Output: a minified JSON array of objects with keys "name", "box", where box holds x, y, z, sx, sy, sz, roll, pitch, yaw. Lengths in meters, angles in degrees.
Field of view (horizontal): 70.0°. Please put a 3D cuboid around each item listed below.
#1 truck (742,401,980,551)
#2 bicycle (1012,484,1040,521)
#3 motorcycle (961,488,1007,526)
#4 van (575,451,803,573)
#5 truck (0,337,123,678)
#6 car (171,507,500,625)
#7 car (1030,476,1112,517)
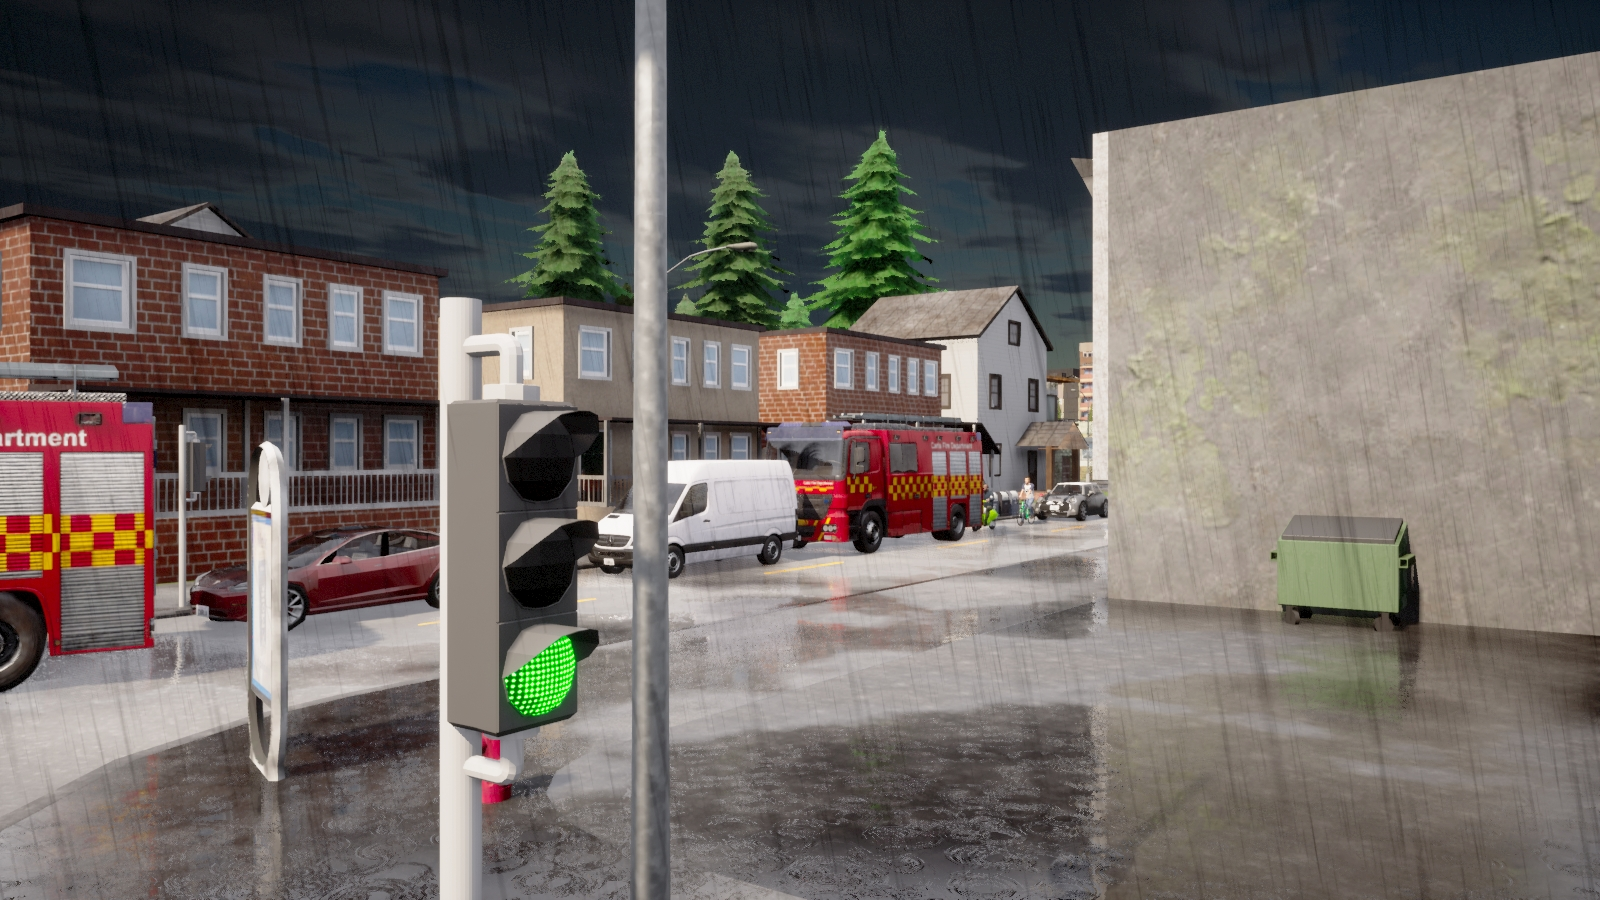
[{"name":"truck","box":[2.054,0.663,33.403,2.891,3.827,8.468,0,0,35]},{"name":"bicycle","box":[8.406,1.928,42.476,0.373,1.296,1.643,0,0,35]},{"name":"motorcycle","box":[6.398,1.954,39.613,0.856,1.236,1.805,0,0,35]},{"name":"van","box":[-2.442,1.307,26.996,1.988,2.561,5.915,0,0,35]},{"name":"truck","box":[-12.347,0.662,12.444,8.468,3.827,2.891,0,0,-32]},{"name":"car","box":[-7.724,1.835,19.466,2.163,1.488,4.792,0,0,35]},{"name":"car","box":[11.003,1.837,46.179,1.970,1.475,3.806,0,0,35]}]
